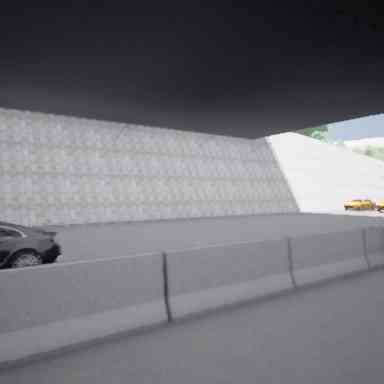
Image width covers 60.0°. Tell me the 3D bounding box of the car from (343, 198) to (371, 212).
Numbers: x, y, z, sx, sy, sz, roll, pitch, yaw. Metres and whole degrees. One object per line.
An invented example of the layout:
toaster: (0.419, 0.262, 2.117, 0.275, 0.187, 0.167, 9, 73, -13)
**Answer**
car: (20.085, 1.478, 39.752, 5.008, 1.535, 1.882, 0, 0, -35)

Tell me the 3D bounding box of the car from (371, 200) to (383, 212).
car: (22.525, 1.478, 37.195, 5.008, 1.535, 1.882, 0, 0, -35)

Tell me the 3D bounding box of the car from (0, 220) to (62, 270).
car: (-5.896, 1.491, 8.384, 4.902, 1.511, 2.128, 0, 0, -35)
